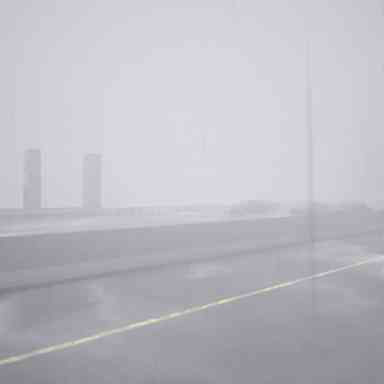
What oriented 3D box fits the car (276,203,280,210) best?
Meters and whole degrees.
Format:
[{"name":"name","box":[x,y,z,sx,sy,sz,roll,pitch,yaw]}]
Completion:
[{"name":"car","box":[7.572,1.546,36.946,5.357,1.411,2.033,0,0,-38]}]

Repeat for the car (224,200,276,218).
[{"name":"car","box":[5.056,1.484,30.494,4.902,1.511,2.128,0,0,-38]}]

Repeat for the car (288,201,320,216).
[{"name":"car","box":[11.237,1.568,30.920,5.357,1.411,2.033,0,0,-38]}]

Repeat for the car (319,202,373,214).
[{"name":"car","box":[13.406,1.581,28.173,5.357,1.411,2.033,0,0,-38]}]
